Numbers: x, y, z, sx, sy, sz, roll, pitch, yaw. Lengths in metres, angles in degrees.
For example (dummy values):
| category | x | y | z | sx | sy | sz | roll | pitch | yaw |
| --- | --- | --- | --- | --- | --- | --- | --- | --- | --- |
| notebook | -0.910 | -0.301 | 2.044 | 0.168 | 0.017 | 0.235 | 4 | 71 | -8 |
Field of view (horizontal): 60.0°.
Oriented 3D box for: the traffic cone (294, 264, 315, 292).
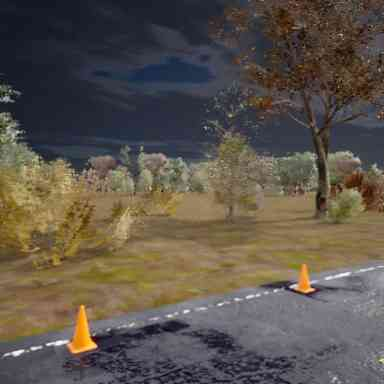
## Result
| category | x | y | z | sx | sy | sz | roll | pitch | yaw |
| --- | --- | --- | --- | --- | --- | --- | --- | --- | --- |
| traffic cone | 2.594 | 1.956 | 7.673 | 0.340 | 0.580 | 0.340 | 0 | 0 | -34 |

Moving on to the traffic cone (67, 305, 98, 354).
| category | x | y | z | sx | sy | sz | roll | pitch | yaw |
| --- | --- | --- | --- | --- | --- | --- | --- | --- | --- |
| traffic cone | -1.591 | 1.947 | 4.826 | 0.340 | 0.580 | 0.340 | 0 | 0 | -35 |
